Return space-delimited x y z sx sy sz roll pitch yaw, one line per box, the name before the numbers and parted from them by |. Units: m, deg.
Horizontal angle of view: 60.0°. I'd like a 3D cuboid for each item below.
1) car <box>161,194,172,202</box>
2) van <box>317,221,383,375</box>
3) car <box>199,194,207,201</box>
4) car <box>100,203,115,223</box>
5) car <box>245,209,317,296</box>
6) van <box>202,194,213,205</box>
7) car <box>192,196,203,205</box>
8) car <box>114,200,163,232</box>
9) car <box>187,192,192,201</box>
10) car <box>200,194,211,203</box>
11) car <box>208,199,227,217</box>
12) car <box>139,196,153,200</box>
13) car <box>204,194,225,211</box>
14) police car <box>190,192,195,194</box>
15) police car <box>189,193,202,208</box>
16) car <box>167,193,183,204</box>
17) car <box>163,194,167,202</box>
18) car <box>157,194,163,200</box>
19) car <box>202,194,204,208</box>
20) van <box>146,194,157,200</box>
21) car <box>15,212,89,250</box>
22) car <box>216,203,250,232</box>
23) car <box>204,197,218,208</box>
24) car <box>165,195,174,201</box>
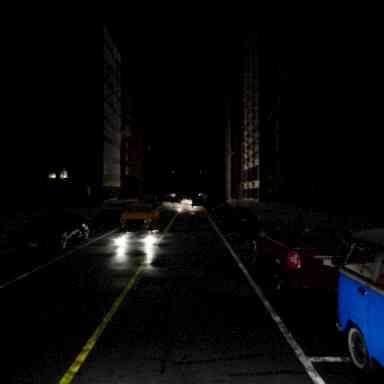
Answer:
car | -5.780 1.303 75.915 2.192 1.841 5.009 0 0 0
van | 2.764 1.339 3.009 1.690 1.788 3.998 0 0 0
car | 2.743 1.431 87.145 1.967 1.590 4.097 0 0 0
car | -5.767 1.538 25.430 2.008 1.369 4.403 0 0 0
car | 2.762 1.434 8.618 1.967 1.590 4.097 0 0 0
van | 2.750 1.327 59.100 1.690 1.788 3.998 0 0 0
car | 0.887 1.512 58.443 1.812 1.442 4.674 0 0 0
car | -3.104 1.466 20.388 1.882 1.535 5.008 0 0 0
car | -0.018 1.069 82.352 2.150 2.045 5.566 0 0 0
car | 2.747 1.302 70.318 2.192 1.841 5.009 0 0 0
car | 2.756 1.568 31.054 1.802 1.307 4.206 0 0 0
car | -5.770 1.511 36.479 1.752 1.417 4.829 0 0 0
car | 2.755 1.301 36.663 2.192 1.841 5.009 0 0 0
police car | 0.885 1.412 64.553 1.930 1.638 5.238 0 0 0
police car | 0.889 1.412 48.553 1.930 1.638 5.238 0 0 0
car | -3.038 1.465 62.681 1.882 1.535 5.008 0 0 0
car | -5.774 1.301 53.477 2.192 1.841 5.009 0 0 0
car | -5.773 1.426 47.868 1.967 1.590 4.097 0 0 0
car | 2.754 1.301 42.273 2.192 1.841 5.009 0 0 0
van | -5.772 1.327 42.258 1.690 1.788 3.998 0 0 0
car | -5.765 1.557 14.211 1.947 1.339 4.313 0 0 0
car | 2.759 1.555 19.836 1.947 1.339 4.313 0 0 0
car | 2.752 1.511 48.052 1.752 1.417 4.829 0 0 0
car | -5.783 1.541 87.134 2.008 1.369 4.403 0 0 0
